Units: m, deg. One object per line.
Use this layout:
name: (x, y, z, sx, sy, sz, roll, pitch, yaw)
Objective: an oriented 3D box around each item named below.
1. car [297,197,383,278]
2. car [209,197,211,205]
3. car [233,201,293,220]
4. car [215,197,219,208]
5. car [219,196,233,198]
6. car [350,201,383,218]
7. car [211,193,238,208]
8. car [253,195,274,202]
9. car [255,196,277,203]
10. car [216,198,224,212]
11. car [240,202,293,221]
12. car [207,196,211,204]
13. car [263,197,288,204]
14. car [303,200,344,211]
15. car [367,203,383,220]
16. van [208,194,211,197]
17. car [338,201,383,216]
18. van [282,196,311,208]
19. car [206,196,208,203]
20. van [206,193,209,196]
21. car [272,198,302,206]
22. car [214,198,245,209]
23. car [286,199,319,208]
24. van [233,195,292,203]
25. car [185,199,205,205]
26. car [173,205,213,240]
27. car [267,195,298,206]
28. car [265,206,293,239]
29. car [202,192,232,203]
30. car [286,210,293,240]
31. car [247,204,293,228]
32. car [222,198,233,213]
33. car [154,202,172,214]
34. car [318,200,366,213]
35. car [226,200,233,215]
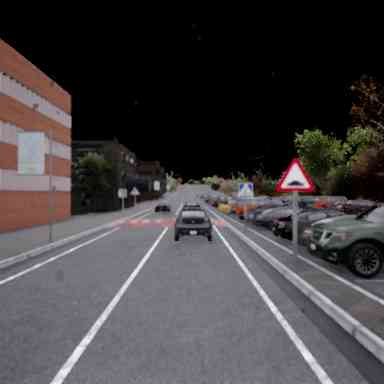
car: (6.290, 1.246, 9.746, 5.566, 2.045, 2.435, 0, -1, -1)
car: (5.726, 1.907, 54.950, 5.008, 1.535, 2.097, 0, -1, -1)
car: (6.069, 1.687, 26.696, 4.792, 1.488, 2.163, 0, -1, -1)
car: (6.063, 1.804, 43.651, 5.366, 1.575, 1.946, 0, -1, -1)
car: (5.946, 1.657, 40.825, 4.553, 1.767, 2.185, 0, -1, -1)
car: (18.594, 1.709, 32.708, 5.008, 1.535, 2.097, 0, -1, -1)
car: (5.870, 1.581, 46.477, 5.566, 2.045, 2.435, 0, -1, -1)
car: (17.911, 1.657, 83.423, 4.553, 1.767, 2.185, 0, 1, -1)
car: (17.971, 1.806, 80.725, 5.008, 1.535, 2.097, 0, 0, -1)
car: (5.766, 1.754, 37.996, 5.366, 1.575, 1.946, 0, 0, -1)
car: (6.137, 1.672, 23.871, 4.674, 1.452, 2.002, 0, -1, -1)
car: (5.660, 1.993, 60.610, 4.674, 1.452, 2.002, 0, -1, -1)
car: (18.055, 1.910, 72.255, 4.792, 1.488, 2.163, 0, 1, -1)
car: (18.415, 1.835, 46.699, 4.892, 1.521, 2.231, 0, -1, -1)
car: (18.657, 1.713, 29.760, 4.792, 1.488, 2.163, 0, -1, -1)
van: (5.736, 1.726, 63.568, 4.442, 1.987, 1.878, 0, 0, -1)
car: (18.547, 1.734, 35.531, 5.008, 1.535, 2.097, 0, -1, -1)
van: (18.147, 1.708, 57.994, 4.442, 1.987, 1.878, 0, -1, -1)
car: (5.587, 1.971, 66.274, 4.674, 1.452, 2.002, 0, 0, -1)
van: (5.664, 1.681, 69.098, 4.442, 1.987, 1.878, 0, 1, -1)
car: (18.187, 1.952, 63.774, 5.008, 1.535, 2.097, 0, 1, -1)
car: (5.799, 1.757, 52.126, 4.553, 1.767, 2.185, 0, -1, -1)
car: (18.333, 1.938, 55.168, 4.792, 1.488, 2.163, 0, -1, -1)
van: (6.178, 1.456, 29.526, 4.442, 1.987, 1.878, 0, -1, -1)
car: (-0.045, 1.774, 34.737, 2.128, 1.511, 4.902, 0, 0, 0)
car: (0.055, 1.657, 17.880, 1.837, 1.490, 4.892, 0, 0, 0)
car: (18.129, 1.679, 66.606, 5.566, 2.045, 2.435, 0, 1, -1)
car: (6.239, 1.554, 15.396, 5.008, 1.535, 2.097, 0, -1, -1)
car: (5.483, 1.630, 71.921, 5.566, 2.045, 2.435, 0, 0, -1)
car: (6.279, 1.566, 12.568, 4.674, 1.452, 2.002, 0, -1, -1)
car: (6.169, 1.647, 21.045, 4.674, 1.452, 2.002, 0, -1, -1)
car: (6.174, 1.729, 35.175, 5.366, 1.575, 1.946, 0, -1, -1)
car: (-3.541, 1.928, 40.938, 1.895, 1.301, 4.718, 0, 0, 0)
car: (18.484, 1.784, 41.177, 5.008, 1.535, 2.097, 0, -1, -1)
car: (6.022, 1.747, 32.347, 4.674, 1.452, 2.002, 0, -1, -1)
